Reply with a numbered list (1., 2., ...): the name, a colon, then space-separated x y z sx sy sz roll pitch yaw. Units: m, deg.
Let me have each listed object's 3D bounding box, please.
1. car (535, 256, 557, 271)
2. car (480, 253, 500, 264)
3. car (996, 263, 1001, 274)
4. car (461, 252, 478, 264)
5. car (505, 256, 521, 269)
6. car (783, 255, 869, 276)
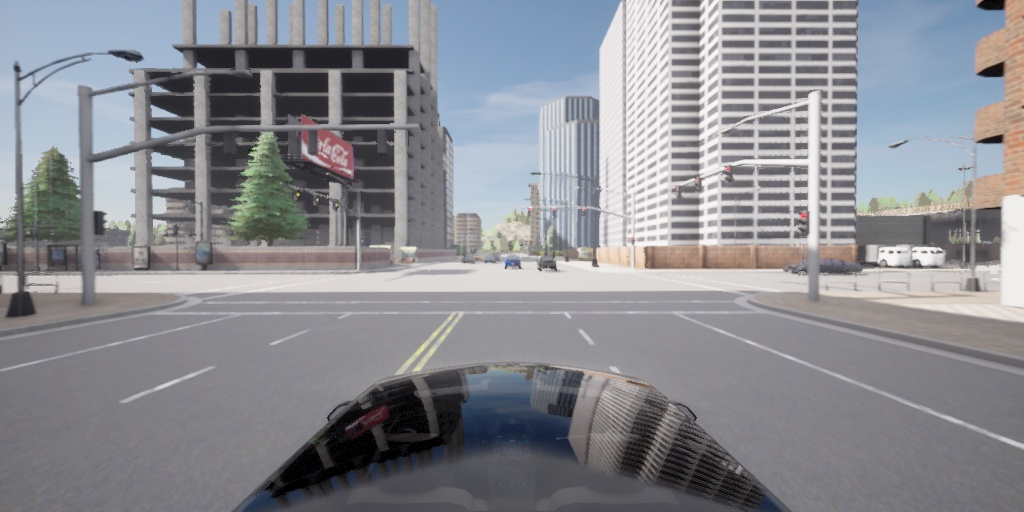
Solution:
1. car: 3.597 0.788 37.591 1.837 1.490 4.892 0 1 0
2. car: -3.527 0.589 57.710 2.033 1.411 5.357 0 1 1
3. car: 43.650 0.708 29.918 4.553 1.767 2.097 0 1 0
4. car: -7.035 0.553 57.749 1.837 1.490 4.892 0 1 1
5. car: 0.099 0.698 43.143 1.882 1.535 5.008 0 1 0
6. car: 25.904 0.878 29.912 5.357 1.411 2.033 0 1 0
